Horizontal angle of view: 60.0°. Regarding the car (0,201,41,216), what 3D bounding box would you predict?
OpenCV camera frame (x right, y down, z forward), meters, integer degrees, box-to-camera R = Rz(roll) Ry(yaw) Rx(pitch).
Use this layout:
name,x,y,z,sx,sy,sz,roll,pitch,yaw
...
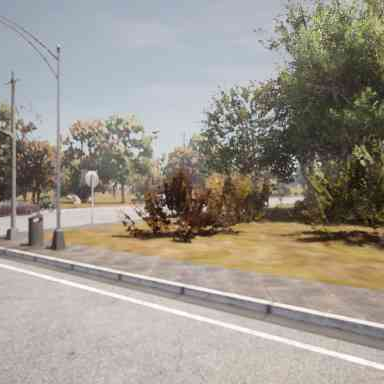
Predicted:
name,x,y,z,sx,sy,sz,roll,pitch,yaw
car,-16.791,1.509,30.573,2.033,1.411,5.357,0,0,32
